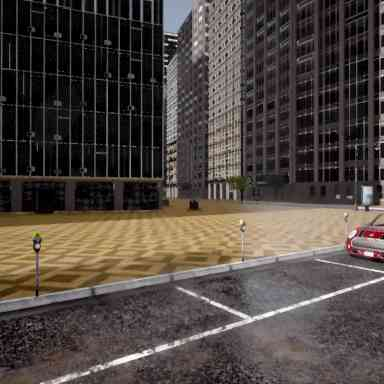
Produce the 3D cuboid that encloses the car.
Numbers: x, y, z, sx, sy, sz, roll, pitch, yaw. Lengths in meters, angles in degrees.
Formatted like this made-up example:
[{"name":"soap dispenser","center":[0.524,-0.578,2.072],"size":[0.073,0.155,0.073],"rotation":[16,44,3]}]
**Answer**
[{"name":"car","center":[7.229,1.437,11.701],"size":[4.097,1.590,1.967],"rotation":[0,0,-35]}]
